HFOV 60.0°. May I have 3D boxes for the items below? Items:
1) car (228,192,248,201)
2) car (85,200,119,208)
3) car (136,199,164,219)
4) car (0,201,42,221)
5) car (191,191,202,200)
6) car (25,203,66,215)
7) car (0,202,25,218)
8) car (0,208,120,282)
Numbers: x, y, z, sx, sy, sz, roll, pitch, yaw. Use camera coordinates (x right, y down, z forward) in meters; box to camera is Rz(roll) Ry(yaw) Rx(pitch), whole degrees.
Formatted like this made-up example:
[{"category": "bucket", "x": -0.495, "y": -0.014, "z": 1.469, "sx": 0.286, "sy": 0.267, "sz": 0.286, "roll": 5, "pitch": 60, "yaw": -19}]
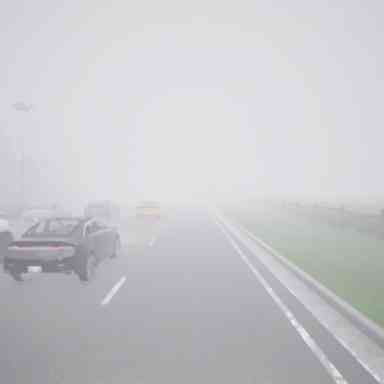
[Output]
[{"category": "car", "x": 8.938, "y": 0.913, "z": 64.582, "sx": 3.866, "sy": 1.878, "sz": 1.905, "roll": 0, "pitch": 0, "yaw": 0}, {"category": "car", "x": -6.894, "y": 1.372, "z": 25.842, "sx": 2.128, "sy": 1.511, "sz": 4.902, "roll": 0, "pitch": 0, "yaw": 0}, {"category": "car", "x": -3.393, "y": 1.350, "z": 27.443, "sx": 1.882, "sy": 1.535, "sz": 5.008, "roll": 0, "pitch": 0, "yaw": 0}, {"category": "car", "x": -13.893, "y": 1.442, "z": 26.404, "sx": 1.994, "sy": 1.385, "sz": 4.181, "roll": 0, "pitch": 0, "yaw": 0}, {"category": "car", "x": 1.246, "y": 1.132, "z": 80.581, "sx": 1.837, "sy": 1.490, "sz": 4.892, "roll": 0, "pitch": 0, "yaw": 0}, {"category": "car", "x": -10.394, "y": 1.488, "z": 24.345, "sx": 1.895, "sy": 1.301, "sz": 4.718, "roll": 0, "pitch": 0, "yaw": 0}, {"category": "car", "x": -6.898, "y": 1.181, "z": 8.644, "sx": 2.150, "sy": 2.045, "sz": 5.566, "roll": 0, "pitch": 0, "yaw": 0}, {"category": "car", "x": -3.398, "y": 1.446, "z": 9.613, "sx": 2.128, "sy": 1.511, "sz": 4.902, "roll": 0, "pitch": 0, "yaw": 0}]
